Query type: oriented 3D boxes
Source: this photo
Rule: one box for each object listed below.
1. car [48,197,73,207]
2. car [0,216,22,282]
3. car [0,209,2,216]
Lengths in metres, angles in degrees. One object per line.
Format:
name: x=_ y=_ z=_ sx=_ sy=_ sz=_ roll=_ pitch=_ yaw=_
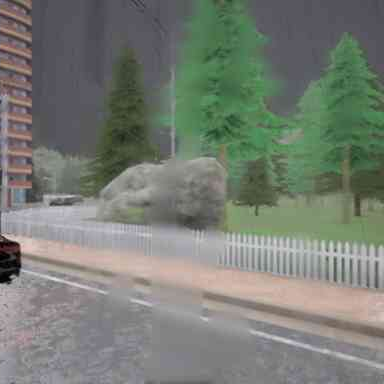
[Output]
car: x=-18.658 y=1.424 z=47.725 sx=2.033 sy=1.411 sz=5.357 roll=0 pitch=0 yaw=1
car: x=-6.294 y=1.462 z=8.447 sx=5.008 sy=1.535 sz=1.882 roll=0 pitch=0 yaw=36
car: x=-15.398 y=1.418 z=22.693 sx=1.837 sy=1.490 sz=4.892 roll=-3 pitch=-1 yaw=21
